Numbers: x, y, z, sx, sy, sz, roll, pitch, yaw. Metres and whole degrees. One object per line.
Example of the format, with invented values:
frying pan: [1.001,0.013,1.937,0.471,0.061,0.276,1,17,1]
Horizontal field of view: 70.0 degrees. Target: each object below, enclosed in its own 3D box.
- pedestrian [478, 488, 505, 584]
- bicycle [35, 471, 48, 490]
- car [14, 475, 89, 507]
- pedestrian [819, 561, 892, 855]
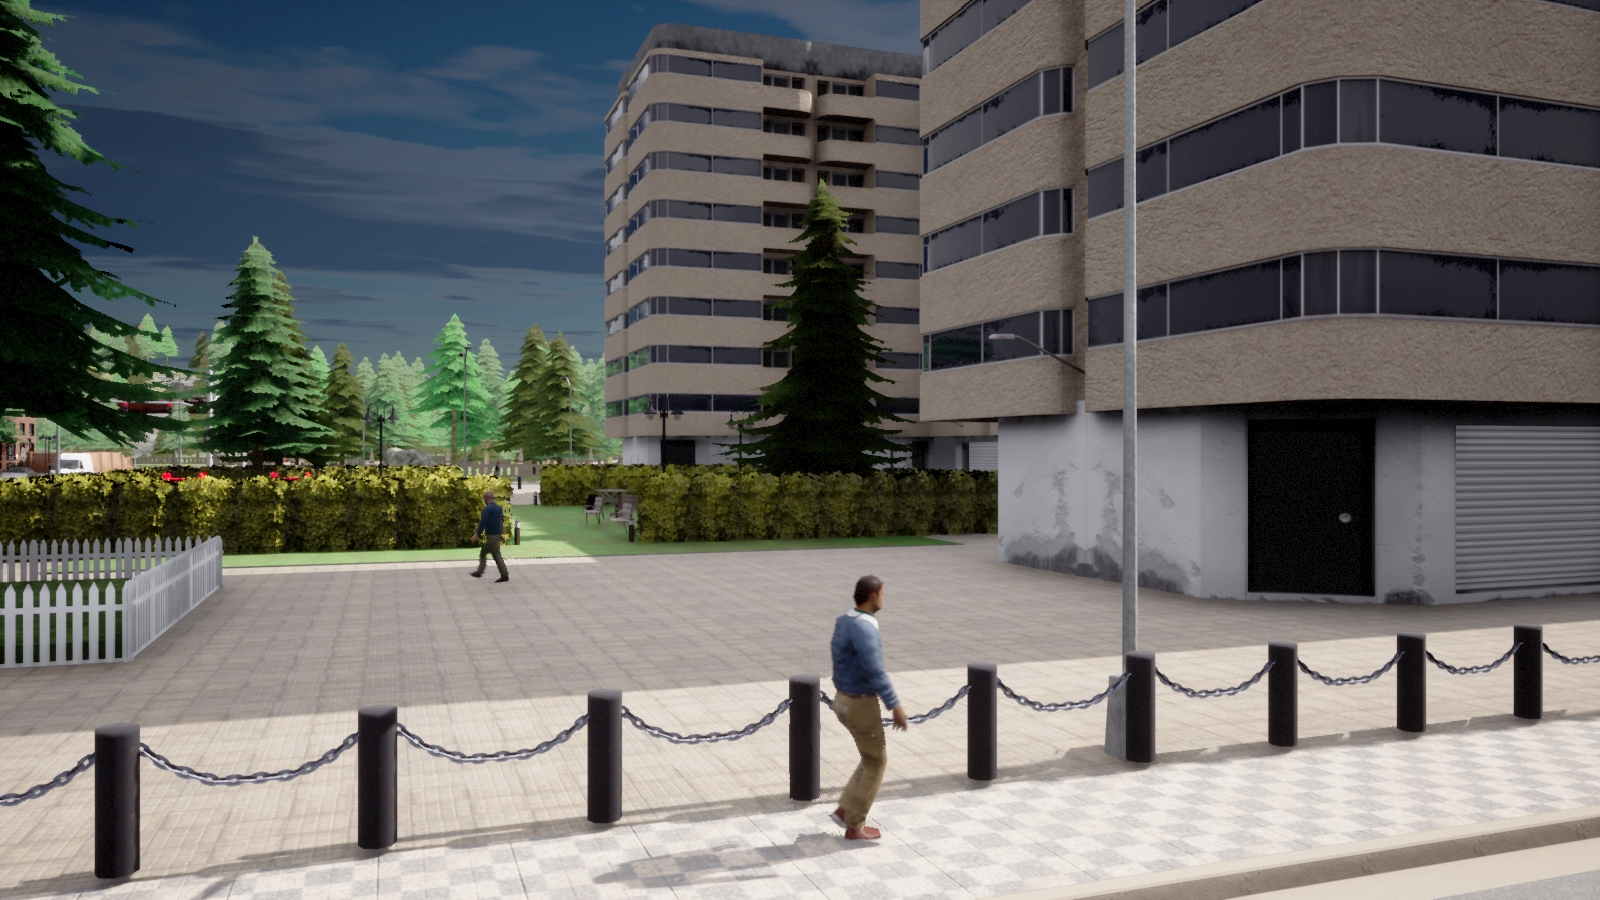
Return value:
pedestrian: [-6.056,1.682,22.427,0.375,1.860,0.375,0,0,15]
bicycle: [-53.774,2.156,81.033,0.373,1.296,1.643,0,1,-20]
car: [-38.243,2.062,58.523,2.163,1.488,4.792,0,0,-20]
pedestrian: [0.369,1.699,7.665,0.375,1.860,0.375,0,0,-21]
